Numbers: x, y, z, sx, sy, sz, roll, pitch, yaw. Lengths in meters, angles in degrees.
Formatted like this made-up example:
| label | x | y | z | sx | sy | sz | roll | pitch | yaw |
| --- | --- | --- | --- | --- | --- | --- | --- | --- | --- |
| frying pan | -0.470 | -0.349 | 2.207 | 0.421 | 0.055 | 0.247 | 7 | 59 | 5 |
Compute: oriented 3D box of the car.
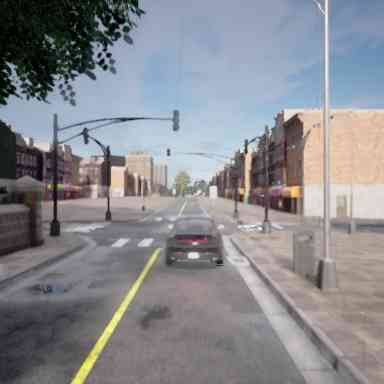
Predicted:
| label | x | y | z | sx | sy | sz | roll | pitch | yaw |
| --- | --- | --- | --- | --- | --- | --- | --- | --- | --- |
| car | 0.129 | 1.608 | 12.015 | 1.837 | 1.490 | 4.892 | 0 | -1 | 2 |
